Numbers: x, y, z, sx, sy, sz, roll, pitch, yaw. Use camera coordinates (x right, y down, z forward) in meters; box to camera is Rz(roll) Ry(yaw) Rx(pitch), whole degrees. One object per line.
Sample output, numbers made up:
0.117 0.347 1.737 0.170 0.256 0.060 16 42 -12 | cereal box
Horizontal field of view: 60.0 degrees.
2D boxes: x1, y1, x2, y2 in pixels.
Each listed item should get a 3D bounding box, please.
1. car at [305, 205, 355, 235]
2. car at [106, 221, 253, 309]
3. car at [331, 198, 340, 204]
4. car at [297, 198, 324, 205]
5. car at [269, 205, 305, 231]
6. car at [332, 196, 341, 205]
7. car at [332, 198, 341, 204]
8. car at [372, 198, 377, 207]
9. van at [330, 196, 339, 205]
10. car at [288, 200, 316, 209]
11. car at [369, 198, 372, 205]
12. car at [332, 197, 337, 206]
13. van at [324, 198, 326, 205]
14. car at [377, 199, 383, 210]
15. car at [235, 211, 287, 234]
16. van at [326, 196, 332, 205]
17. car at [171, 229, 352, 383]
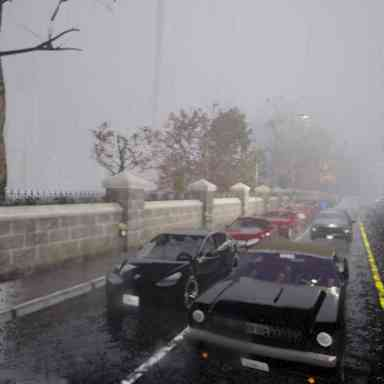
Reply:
7.328 1.653 17.269 2.033 1.411 5.357 0 0 26 | car
-0.150 1.582 7.941 1.947 1.339 4.313 0 0 26 | car
34.034 2.185 78.961 1.802 1.307 4.206 0 0 26 | car
9.618 1.482 28.232 2.192 1.841 5.009 0 0 26 | car
4.733 1.630 18.086 1.887 1.381 4.507 0 0 26 | car
26.711 1.778 63.743 2.192 1.841 5.009 0 0 26 | car
36.476 2.195 84.035 1.887 1.381 4.507 0 0 26 | car
34.261 1.959 60.108 1.967 1.590 4.097 0 0 26 | car
31.594 1.896 73.889 1.690 1.788 3.998 0 0 26 | van
7.175 1.565 23.157 1.967 1.590 4.097 0 0 26 | car
39.218 2.138 70.407 1.752 1.417 4.829 0 0 26 | car
21.825 1.941 53.597 1.947 1.339 4.313 0 0 26 | car
12.060 1.549 33.305 1.690 1.788 3.998 0 0 26 | van
29.376 1.997 49.962 1.947 1.339 4.313 0 0 26 | car
2.292 1.631 13.015 1.802 1.307 4.206 0 0 26 | car
16.943 1.632 43.452 1.690 1.788 3.998 0 0 26 | van
1.650 1.627 5.704 1.895 1.301 4.718 0 0 26 | car
